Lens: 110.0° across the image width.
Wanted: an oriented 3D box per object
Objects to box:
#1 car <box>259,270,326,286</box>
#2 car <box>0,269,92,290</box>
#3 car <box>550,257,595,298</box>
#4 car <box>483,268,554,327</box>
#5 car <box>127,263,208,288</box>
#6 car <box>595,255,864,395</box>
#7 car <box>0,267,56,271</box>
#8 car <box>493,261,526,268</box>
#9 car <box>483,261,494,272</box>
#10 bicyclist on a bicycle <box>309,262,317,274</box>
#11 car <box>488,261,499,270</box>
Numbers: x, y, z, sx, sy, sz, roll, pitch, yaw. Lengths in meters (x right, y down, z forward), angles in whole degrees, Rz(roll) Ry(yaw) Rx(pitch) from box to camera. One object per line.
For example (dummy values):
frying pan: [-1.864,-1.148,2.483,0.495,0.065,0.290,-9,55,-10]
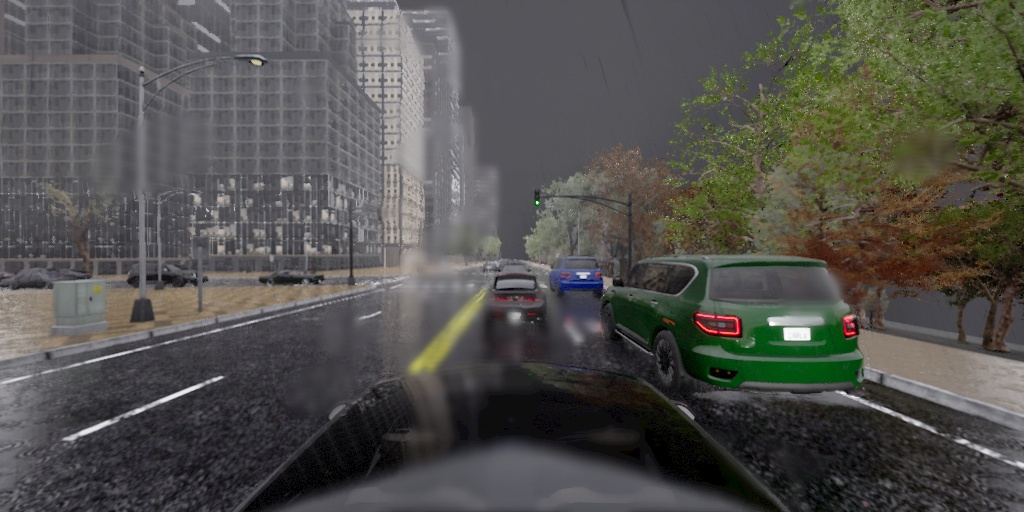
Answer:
car: [-18.358,1.846,30.130,4.718,1.301,1.895,-1,0,1]
car: [-39.580,2.126,30.272,5.357,1.411,2.033,-1,0,0]
car: [3.364,1.089,19.455,2.150,2.045,5.566,0,-1,0]
car: [0.113,1.324,11.765,1.837,1.490,4.892,0,0,0]
car: [-28.932,1.633,30.193,5.566,2.045,2.150,-1,0,1]
car: [3.344,1.008,6.856,2.150,2.045,5.566,0,0,1]
car: [-49.405,2.072,36.984,4.553,1.767,2.097,-1,0,1]
car: [0.130,1.244,22.883,2.097,1.767,4.553,0,0,0]
car: [-3.243,1.584,53.122,2.128,1.511,4.902,0,0,0]
bicyclist on a bicycle: [-24.569,1.617,44.264,0.582,1.620,1.656,-1,0,0]
car: [-3.200,1.683,62.806,1.812,1.442,4.674,0,0,0]
